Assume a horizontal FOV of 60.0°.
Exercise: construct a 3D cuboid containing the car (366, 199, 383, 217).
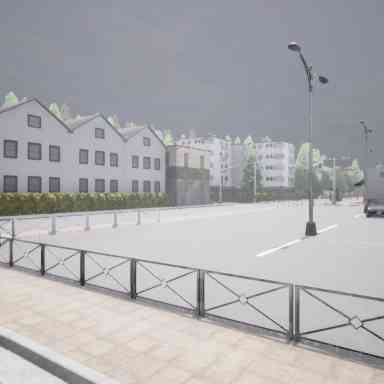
[{"bbox_3d":[15.349,1.298,26.857,2.007,1.523,4.514,0,0,35],"label":"car"}]
